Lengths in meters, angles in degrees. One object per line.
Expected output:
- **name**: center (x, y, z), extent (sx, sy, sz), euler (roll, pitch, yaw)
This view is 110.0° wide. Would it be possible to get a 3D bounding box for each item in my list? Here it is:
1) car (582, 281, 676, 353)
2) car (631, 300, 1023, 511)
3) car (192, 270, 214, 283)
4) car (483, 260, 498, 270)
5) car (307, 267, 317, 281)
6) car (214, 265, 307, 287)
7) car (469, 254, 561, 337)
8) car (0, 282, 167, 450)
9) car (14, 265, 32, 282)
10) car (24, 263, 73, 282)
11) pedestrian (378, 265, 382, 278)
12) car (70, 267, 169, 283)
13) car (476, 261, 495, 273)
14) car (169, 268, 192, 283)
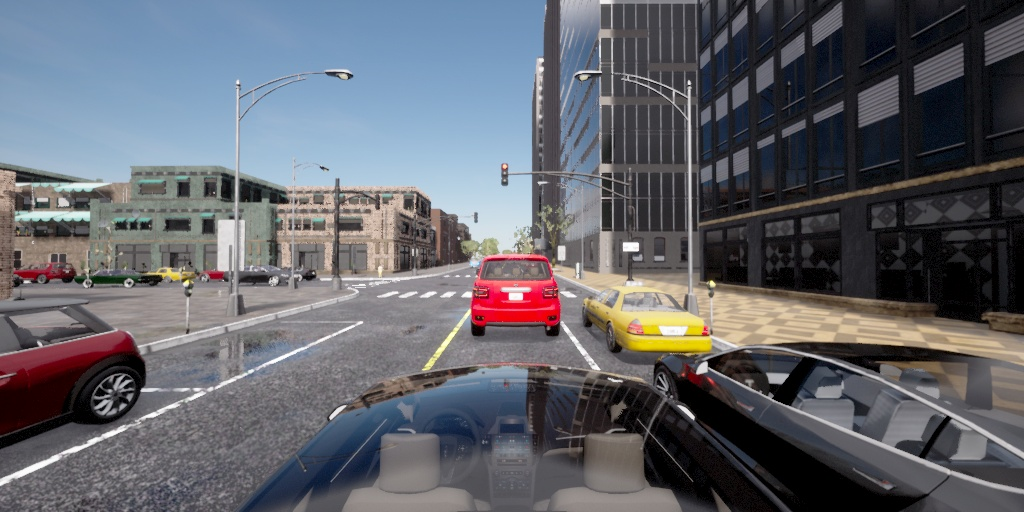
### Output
- **car**: center (2.813, 1.276, 8.605), extent (1.751, 1.417, 4.829), euler (0, 0, 0)
- **car**: center (2.655, 1.316, 2.791), extent (1.948, 1.339, 4.313), euler (0, 0, 0)
- **car**: center (-25.025, 1.483, 31.517), extent (4.097, 1.591, 1.967), euler (0, 0, 1)
- **car**: center (-3.211, 1.306, 55.279), extent (2.033, 1.411, 5.357), euler (0, 0, 0)
- **car**: center (-19.477, 1.556, 31.458), extent (4.313, 1.339, 1.948), euler (0, 0, 1)
- **car**: center (-17.889, 1.376, 25.676), extent (4.902, 1.511, 2.128), euler (-1, -1, 2)
- **car**: center (0.081, 0.973, 10.479), extent (2.150, 2.045, 5.566), euler (0, 0, 0)
- **car**: center (-5.692, 1.190, 2.827), extent (1.967, 1.591, 4.097), euler (0, 0, 0)
- **car**: center (-38.505, 1.586, 25.890), extent (4.892, 1.490, 1.837), euler (-1, -1, 1)
- **car**: center (-41.668, 1.516, 31.693), extent (5.009, 1.841, 2.192), euler (0, 0, 1)
- **pedestrian**: center (-12.616, 1.392, 34.339), extent (0.375, 1.300, 0.375), euler (0, 0, 1)
- **car**: center (-28.092, 1.582, 25.766), extent (4.718, 1.301, 1.895), euler (-1, -1, 1)
- **car**: center (-3.192, 1.304, 43.986), extent (2.033, 1.411, 5.357), euler (0, 0, 0)
- **car**: center (-30.743, 1.621, 31.577), extent (4.829, 1.417, 1.751), euler (0, 0, 1)
